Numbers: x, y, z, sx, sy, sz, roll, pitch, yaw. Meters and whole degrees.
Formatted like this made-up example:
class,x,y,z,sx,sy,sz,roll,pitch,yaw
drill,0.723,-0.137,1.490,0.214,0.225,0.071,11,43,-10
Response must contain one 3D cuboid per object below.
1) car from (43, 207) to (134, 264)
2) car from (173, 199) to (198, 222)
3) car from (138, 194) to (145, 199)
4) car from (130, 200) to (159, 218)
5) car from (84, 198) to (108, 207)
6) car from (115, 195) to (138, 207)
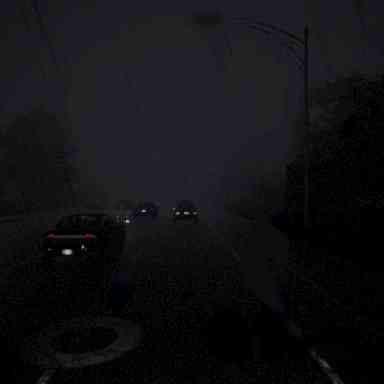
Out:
class,x,y,z,sx,sy,sz,roll,pitch,yaw
car,-3.612,1.498,11.914,2.128,1.511,4.902,0,0,-1
car,-0.490,1.555,26.232,2.033,1.411,5.357,0,0,-2
car,-12.714,1.265,82.440,1.837,1.490,4.892,0,0,-2
car,-4.101,1.574,30.061,1.994,1.385,4.181,0,0,-2
car,-11.590,1.495,40.261,1.882,1.535,5.008,0,0,-2
car,-8.092,1.507,40.391,2.128,1.511,4.902,0,0,-2
